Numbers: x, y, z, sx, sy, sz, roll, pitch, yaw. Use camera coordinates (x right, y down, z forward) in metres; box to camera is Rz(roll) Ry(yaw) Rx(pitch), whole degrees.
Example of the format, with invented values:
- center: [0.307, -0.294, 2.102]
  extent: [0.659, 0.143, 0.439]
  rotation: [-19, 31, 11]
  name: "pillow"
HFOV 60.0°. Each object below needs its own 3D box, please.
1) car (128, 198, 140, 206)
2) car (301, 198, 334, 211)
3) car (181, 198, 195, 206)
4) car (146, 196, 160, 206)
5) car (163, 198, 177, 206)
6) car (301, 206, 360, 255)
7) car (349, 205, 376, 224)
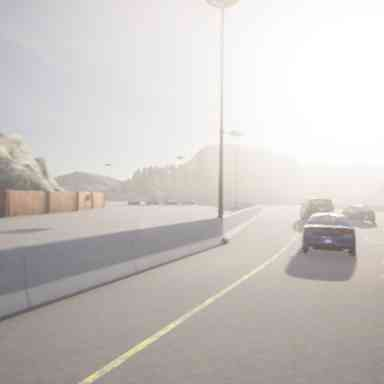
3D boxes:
- center: [-11.021, 1.810, 63.137]
  extent: [2.033, 1.411, 5.357]
  rotation: [1, 0, -17]
  name: "car"
- center: [10.433, 1.496, 27.798]
  extent: [2.150, 2.045, 5.566]
  rotation: [1, 0, 13]
  name: "car"
- center: [-0.793, 1.888, 65.442]
  extent: [1.837, 1.490, 4.892]
  rotation: [1, -1, -15]
  name: "car"
- center: [-7.482, 1.651, 63.345]
  extent: [2.097, 1.767, 4.553]
  rotation: [1, 0, -15]
  name: "car"
- center: [-4.363, 1.891, 65.303]
  extent: [2.033, 1.411, 5.357]
  rotation: [1, 0, -17]
  name: "car"
- center: [5.843, 1.620, 14.182]
  extent: [1.882, 1.535, 5.008]
  rotation: [0, 0, 23]
  name: "car"
- center: [14.072, 1.836, 28.226]
  extent: [1.812, 1.442, 4.674]
  rotation: [1, 0, 12]
  name: "car"
